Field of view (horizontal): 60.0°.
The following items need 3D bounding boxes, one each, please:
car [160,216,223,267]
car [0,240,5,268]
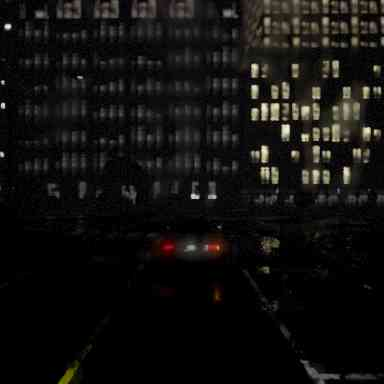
[{"bbox_3d":[0.059,1.526,11.346,2.033,1.411,5.357,0,0,2],"label":"car"},{"bbox_3d":[-5.821,1.536,7.138,2.008,1.369,4.403,1,0,0],"label":"car"}]
